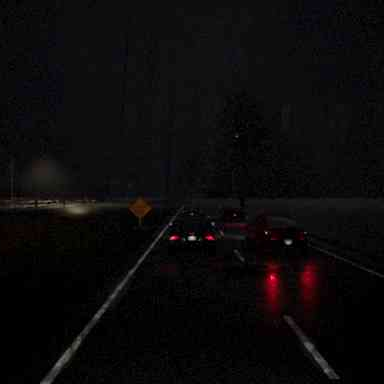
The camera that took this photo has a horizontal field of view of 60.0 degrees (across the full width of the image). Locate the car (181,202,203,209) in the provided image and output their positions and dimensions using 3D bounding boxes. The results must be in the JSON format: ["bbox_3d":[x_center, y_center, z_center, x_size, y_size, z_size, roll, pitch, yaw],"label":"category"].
[{"bbox_3d":[0.007,1.815,29.308,1.994,1.385,4.181,0,-1,0],"label":"car"}]

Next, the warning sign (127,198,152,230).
[{"bbox_3d":[-3.056,1.267,19.593,1.300,1.860,1.060,0,-1,0],"label":"warning sign"}]

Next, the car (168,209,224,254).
[{"bbox_3d":[0.001,1.659,13.993,2.033,1.411,5.357,0,0,0],"label":"car"}]

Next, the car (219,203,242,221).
[{"bbox_3d":[3.506,1.730,29.478,1.882,1.535,5.008,0,0,0],"label":"car"}]

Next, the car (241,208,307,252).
[{"bbox_3d":[3.503,1.640,14.374,1.812,1.442,4.674,0,0,0],"label":"car"}]
